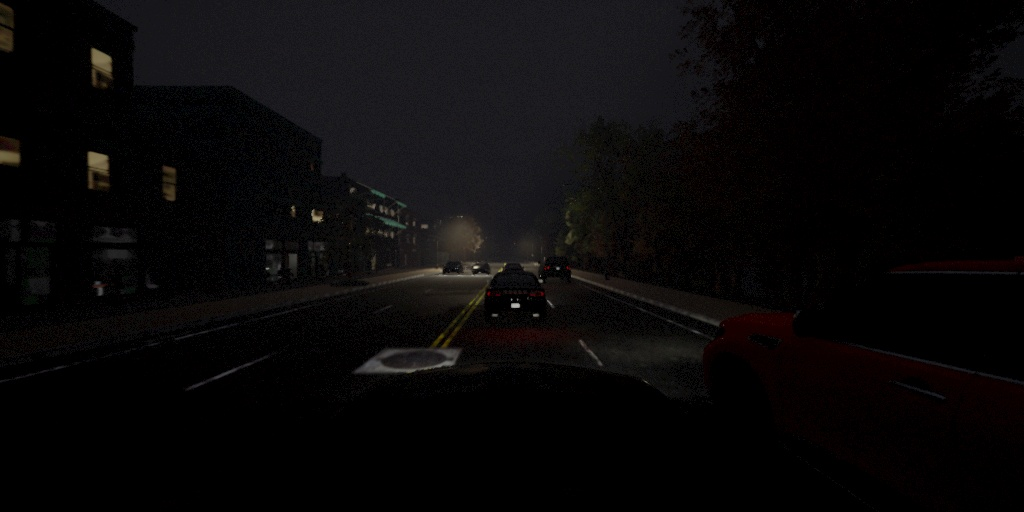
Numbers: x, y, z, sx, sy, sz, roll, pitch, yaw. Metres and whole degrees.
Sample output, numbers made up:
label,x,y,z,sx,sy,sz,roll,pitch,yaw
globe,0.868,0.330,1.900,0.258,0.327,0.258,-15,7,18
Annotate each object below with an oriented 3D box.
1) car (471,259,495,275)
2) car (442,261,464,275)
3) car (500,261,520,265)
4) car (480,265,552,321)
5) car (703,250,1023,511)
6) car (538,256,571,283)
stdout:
label,x,y,z,sx,sy,sz,roll,pitch,yaw
car,-3.347,1.354,39.945,2.033,1.411,5.357,0,0,0
car,-6.593,1.314,40.420,1.837,1.490,4.892,0,-1,0
car,0.099,1.319,30.639,1.812,1.442,4.674,0,0,0
car,0.099,1.244,12.500,1.882,1.535,5.008,0,0,0
car,3.361,0.972,1.945,2.150,2.045,5.566,0,0,0
car,3.348,1.012,28.808,2.150,2.045,5.566,0,0,0
